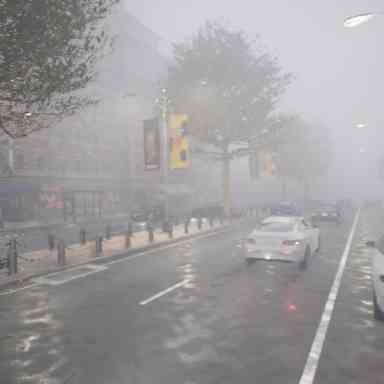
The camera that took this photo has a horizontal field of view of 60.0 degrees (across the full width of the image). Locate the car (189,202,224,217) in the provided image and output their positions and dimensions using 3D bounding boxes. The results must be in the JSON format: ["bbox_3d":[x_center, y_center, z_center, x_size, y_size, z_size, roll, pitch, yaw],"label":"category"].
[{"bbox_3d":[1.720,1.727,33.564,2.033,1.411,5.357,-2,0,28],"label":"car"}]

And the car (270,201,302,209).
[{"bbox_3d":[7.857,1.453,27.661,1.882,1.535,5.008,-2,0,28],"label":"car"}]

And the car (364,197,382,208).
[{"bbox_3d":[22.501,1.270,41.378,1.895,1.301,4.718,-2,0,27],"label":"car"}]

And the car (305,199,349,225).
[{"bbox_3d":[9.516,1.449,23.280,2.033,1.411,5.357,-2,0,28],"label":"car"}]

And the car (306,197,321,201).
[{"bbox_3d":[15.932,1.340,43.173,1.882,1.535,5.008,-2,0,28],"label":"car"}]

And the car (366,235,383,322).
[{"bbox_3d":[4.516,1.449,6.488,1.812,1.442,4.674,-2,0,27],"label":"car"}]

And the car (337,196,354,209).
[{"bbox_3d":[18.539,1.281,40.604,1.837,1.490,4.892,-2,0,28],"label":"car"}]

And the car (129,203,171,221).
[{"bbox_3d":[-3.764,1.811,30.626,1.837,1.490,4.892,-2,-1,28],"label":"car"}]

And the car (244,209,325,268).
[{"bbox_3d":[3.149,1.517,11.223,1.812,1.442,4.674,-2,0,27],"label":"car"}]
